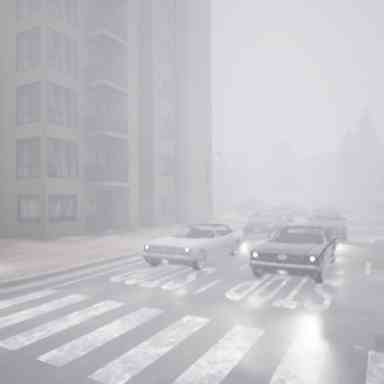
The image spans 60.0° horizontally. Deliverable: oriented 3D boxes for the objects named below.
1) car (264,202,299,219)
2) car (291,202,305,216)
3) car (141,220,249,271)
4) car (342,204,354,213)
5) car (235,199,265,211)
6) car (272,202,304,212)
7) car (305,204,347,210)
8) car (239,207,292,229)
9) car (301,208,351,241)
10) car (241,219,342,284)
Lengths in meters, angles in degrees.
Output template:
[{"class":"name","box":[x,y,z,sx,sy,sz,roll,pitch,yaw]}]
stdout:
[{"class":"car","box":[7.902,1.951,29.717,1.837,1.490,4.892,-1,-1,7]},{"class":"car","box":[11.473,2.045,37.273,1.837,1.490,4.892,-1,-1,-5]},{"class":"car","box":[0.252,1.818,11.999,1.895,1.301,4.718,-1,-1,29]},{"class":"car","box":[17.896,2.143,41.503,1.895,1.301,4.718,0,-1,-12]},{"class":"car","box":[9.246,2.064,52.718,2.150,2.045,5.566,0,-1,-35]},{"class":"car","box":[14.628,2.273,50.897,1.812,1.442,4.674,0,-1,-28]},{"class":"car","box":[10.924,1.933,27.389,1.994,1.385,4.181,-1,-1,11]},{"class":"car","box":[4.551,1.838,20.095,1.812,1.442,4.674,-1,-1,26]},{"class":"car","box":[7.411,1.808,18.136,1.994,1.385,4.181,-1,-1,26]},{"class":"car","box":[3.340,1.753,10.368,1.895,1.301,4.718,-1,-1,29]}]
